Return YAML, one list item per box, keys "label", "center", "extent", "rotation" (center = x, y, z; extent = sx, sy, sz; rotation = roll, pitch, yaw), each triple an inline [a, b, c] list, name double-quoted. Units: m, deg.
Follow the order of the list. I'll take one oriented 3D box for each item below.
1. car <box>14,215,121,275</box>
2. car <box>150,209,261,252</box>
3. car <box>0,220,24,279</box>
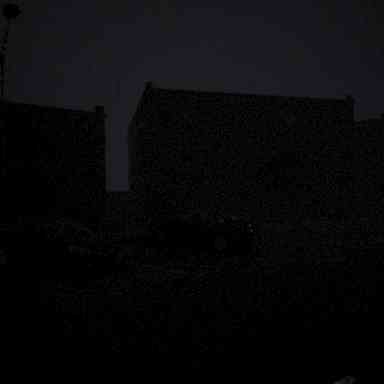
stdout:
- label: "car"
  center: [-4.361, 1.487, 10.491]
  extent: [4.892, 1.521, 2.231]
  rotation: [-1, -1, 34]
- label: "car"
  center: [0.418, 1.485, 13.888]
  extent: [4.892, 1.521, 2.231]
  rotation: [-1, 0, 34]
- label: "car"
  center: [-6.747, 1.526, 8.784]
  extent: [4.674, 1.452, 2.002]
  rotation: [-1, -1, 35]
